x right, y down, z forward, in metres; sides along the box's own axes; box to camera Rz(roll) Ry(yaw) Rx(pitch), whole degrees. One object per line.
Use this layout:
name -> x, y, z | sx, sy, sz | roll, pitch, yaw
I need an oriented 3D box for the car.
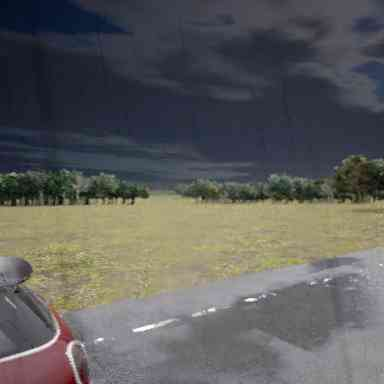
car -> -2.943, 1.355, 1.893 | 4.553, 1.767, 2.097 | 0, 0, -35
